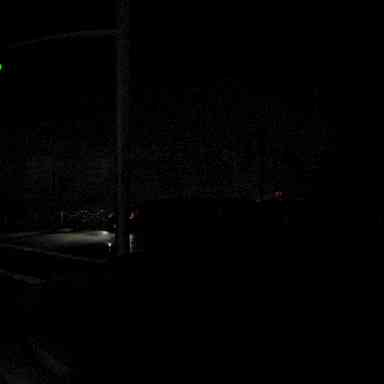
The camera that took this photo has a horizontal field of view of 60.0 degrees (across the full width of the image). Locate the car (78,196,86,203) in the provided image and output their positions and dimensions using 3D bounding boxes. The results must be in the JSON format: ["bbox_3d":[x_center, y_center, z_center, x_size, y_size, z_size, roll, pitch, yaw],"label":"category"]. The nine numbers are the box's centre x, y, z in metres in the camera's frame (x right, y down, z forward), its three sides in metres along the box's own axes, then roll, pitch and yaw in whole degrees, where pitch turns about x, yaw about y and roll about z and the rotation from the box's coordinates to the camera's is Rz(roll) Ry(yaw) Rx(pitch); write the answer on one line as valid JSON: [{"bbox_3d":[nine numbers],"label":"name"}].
[{"bbox_3d":[-18.471,1.076,60.333,1.905,1.878,3.866,0,0,35],"label":"car"}]

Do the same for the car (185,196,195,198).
[{"bbox_3d":[-0.769,1.373,48.146,1.845,1.501,3.633,0,0,35],"label":"car"}]

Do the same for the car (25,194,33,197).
[{"bbox_3d":[-34.342,1.231,71.164,1.970,1.475,3.806,0,0,35],"label":"car"}]

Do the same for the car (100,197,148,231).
[{"bbox_3d":[-3.034,1.352,20.545,2.097,1.767,4.553,0,0,35],"label":"car"}]

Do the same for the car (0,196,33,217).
[{"bbox_3d":[-15.798,1.339,26.888,2.007,1.523,4.514,0,0,35],"label":"car"}]

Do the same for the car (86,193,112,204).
[{"bbox_3d":[-15.861,1.097,58.991,1.932,1.855,4.605,0,0,35],"label":"car"}]

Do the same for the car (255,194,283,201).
[{"bbox_3d":[8.436,1.221,37.032,2.150,2.045,5.566,0,0,35],"label":"car"}]

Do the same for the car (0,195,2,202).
[{"bbox_3d":[-41.403,1.297,67.525,2.007,1.523,4.514,0,0,35],"label":"car"}]

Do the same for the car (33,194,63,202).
[{"bbox_3d":[-28.916,1.153,67.722,2.152,1.636,5.027,0,0,35],"label":"car"}]

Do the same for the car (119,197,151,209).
[{"bbox_3d":[-7.488,1.384,43.809,1.970,1.475,3.806,0,0,35],"label":"car"}]
